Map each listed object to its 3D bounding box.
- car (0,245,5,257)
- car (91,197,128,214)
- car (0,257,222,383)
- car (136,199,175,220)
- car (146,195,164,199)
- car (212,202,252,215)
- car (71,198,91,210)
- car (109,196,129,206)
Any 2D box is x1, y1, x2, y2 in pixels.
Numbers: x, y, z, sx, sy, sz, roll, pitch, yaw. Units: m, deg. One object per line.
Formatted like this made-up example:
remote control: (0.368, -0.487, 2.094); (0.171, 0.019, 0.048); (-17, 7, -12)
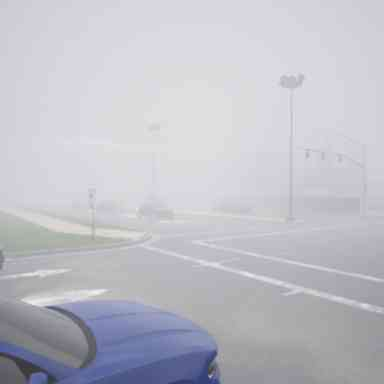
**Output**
car: (-7.008, 1.458, 7.369); (5.008, 1.535, 1.882); (1, 0, -36)
car: (-9.566, 1.681, 38.912); (2.128, 1.511, 4.902); (1, -1, -36)
car: (-2.009, 1.473, 2.323); (5.008, 1.535, 1.882); (1, 0, -35)
car: (-3.426, 1.696, 30.525); (1.837, 1.490, 4.892); (1, -1, -36)
car: (-7.116, 1.605, 61.361); (2.150, 2.045, 5.566); (1, -1, -36)
car: (4.656, 1.889, 39.287); (2.033, 1.411, 5.357); (1, -1, -36)
car: (-15.714, 1.680, 47.343); (2.128, 1.511, 4.902); (1, -1, -36)
car: (-14.365, 1.690, 65.410); (2.097, 1.767, 4.553); (1, 0, -36)
